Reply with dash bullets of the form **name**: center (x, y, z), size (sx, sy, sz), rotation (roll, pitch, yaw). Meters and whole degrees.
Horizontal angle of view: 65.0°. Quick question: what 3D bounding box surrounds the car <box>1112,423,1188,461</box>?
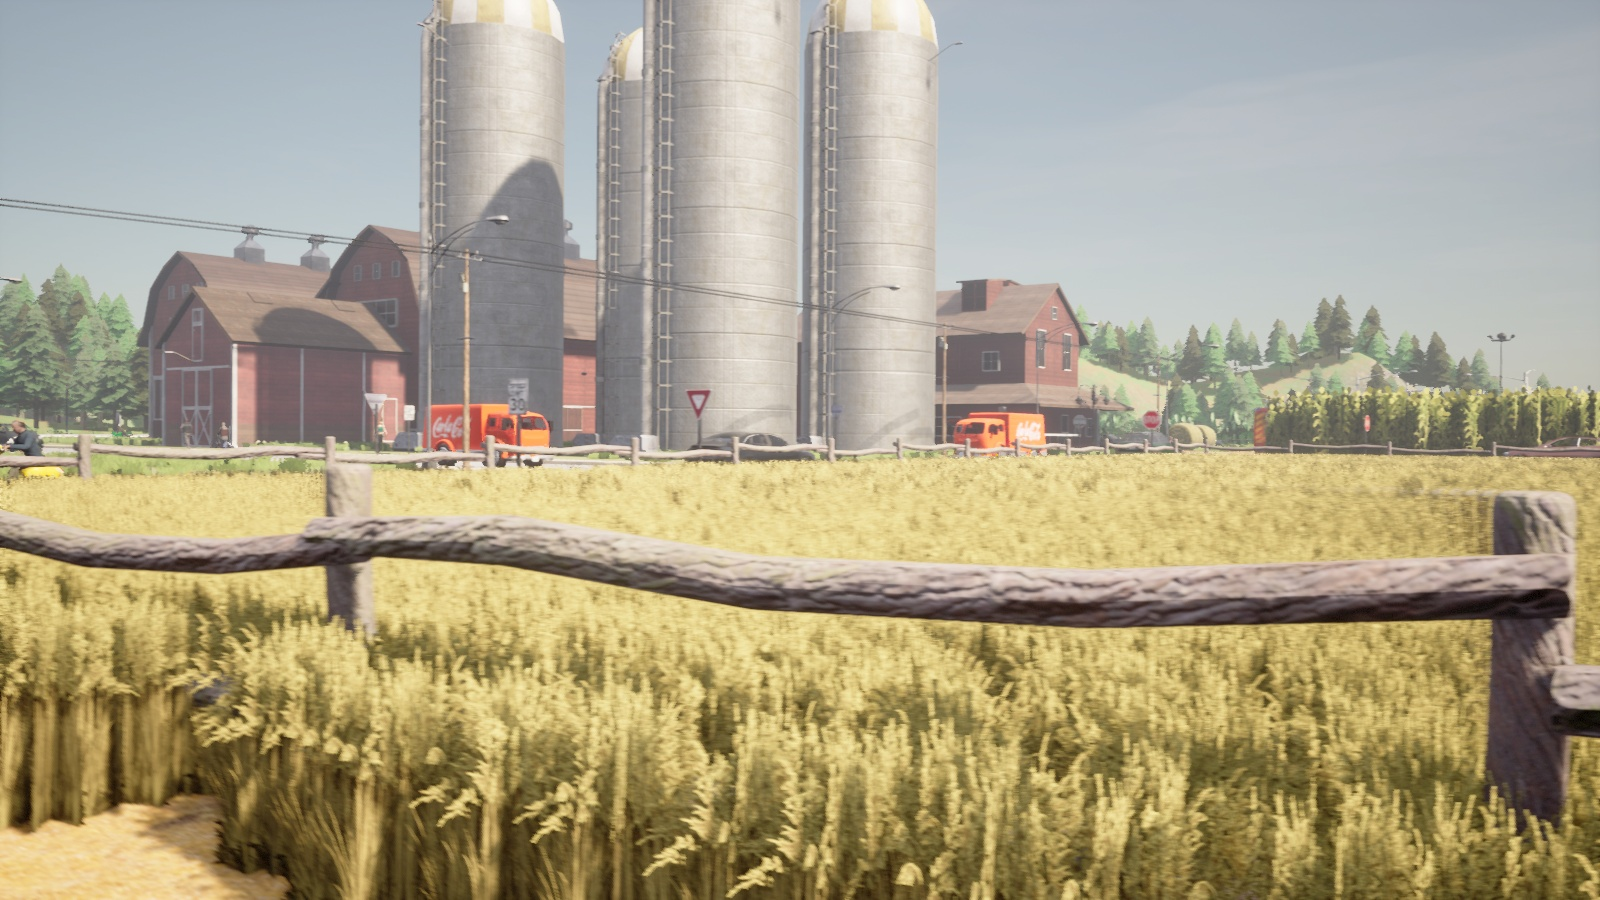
- **car**: center (17.439, -0.420, 62.413), size (2.097, 1.767, 4.553), rotation (0, 1, 37)

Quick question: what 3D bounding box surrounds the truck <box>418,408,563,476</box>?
- **truck**: center (-11.913, -0.305, 48.184), size (5.204, 2.467, 2.627), rotation (0, 1, 36)

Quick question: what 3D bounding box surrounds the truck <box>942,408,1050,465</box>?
- **truck**: center (8.949, -0.613, 56.878), size (2.627, 2.467, 5.204), rotation (0, 1, 38)

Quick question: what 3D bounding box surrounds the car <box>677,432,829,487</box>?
- **car**: center (-1.310, 0.237, 37.428), size (1.837, 1.490, 4.892), rotation (0, 1, 37)

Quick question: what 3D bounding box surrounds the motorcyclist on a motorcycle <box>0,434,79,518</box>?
- **motorcyclist on a motorcycle**: center (-15.299, 0.487, 24.602), size (0.866, 1.590, 1.817), rotation (0, 1, 37)

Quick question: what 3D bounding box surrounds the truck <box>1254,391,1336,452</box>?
- **truck**: center (32.664, -1.858, 82.702), size (2.891, 3.827, 8.468), rotation (0, 1, 37)

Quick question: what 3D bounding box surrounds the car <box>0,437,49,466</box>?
- **car**: center (-45.284, 0.050, 72.469), size (3.988, 1.617, 1.851), rotation (0, 1, 36)

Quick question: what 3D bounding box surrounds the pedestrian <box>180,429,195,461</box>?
- **pedestrian**: center (-36.677, -0.308, 75.181), size (0.563, 1.883, 0.849), rotation (-1, 1, -39)

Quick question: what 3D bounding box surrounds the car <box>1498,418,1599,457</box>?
- **car**: center (33.399, -0.540, 54.646), size (5.027, 1.651, 2.152), rotation (0, 1, 37)
